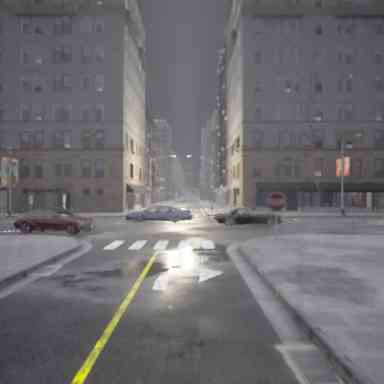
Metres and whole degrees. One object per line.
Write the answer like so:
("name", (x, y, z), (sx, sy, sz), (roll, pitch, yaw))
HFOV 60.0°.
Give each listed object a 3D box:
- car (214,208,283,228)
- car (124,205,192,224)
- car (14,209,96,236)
("car", (3.933, 1.793, 23.428), (4.718, 1.301, 1.895), (0, 0, 0))
("car", (-2.658, 1.773, 26.882), (5.357, 1.411, 2.033), (0, 0, 0))
("car", (-8.019, 1.705, 19.525), (4.674, 1.442, 1.812), (0, -1, 10))
